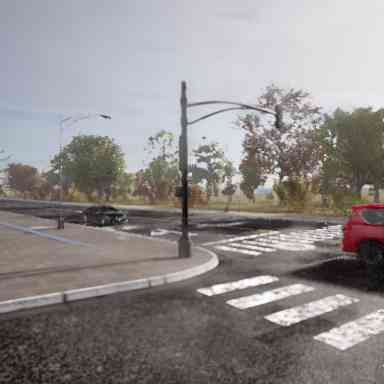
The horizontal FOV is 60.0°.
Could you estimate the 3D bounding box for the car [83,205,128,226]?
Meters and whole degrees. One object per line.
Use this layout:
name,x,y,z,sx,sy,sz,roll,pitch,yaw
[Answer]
car,-6.873,1.775,25.944,1.837,1.490,4.892,-1,1,-42

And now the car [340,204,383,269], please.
car,7.533,1.426,10.165,2.150,2.045,5.566,-1,1,-43
